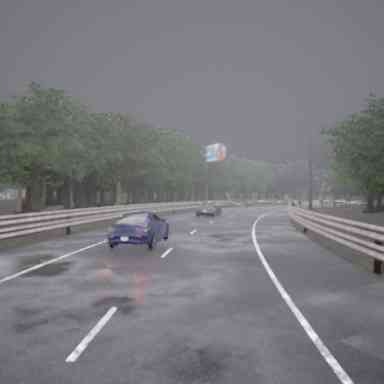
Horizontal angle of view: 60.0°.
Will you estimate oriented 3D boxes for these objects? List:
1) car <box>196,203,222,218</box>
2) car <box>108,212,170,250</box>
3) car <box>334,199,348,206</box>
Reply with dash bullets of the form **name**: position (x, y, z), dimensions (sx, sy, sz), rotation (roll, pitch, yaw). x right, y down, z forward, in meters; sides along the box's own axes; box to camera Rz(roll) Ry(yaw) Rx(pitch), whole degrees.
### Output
- **car**: position (1.795, 1.813, 33.737), dimensions (1.994, 1.385, 4.181), rotation (0, -1, 16)
- **car**: position (-2.234, 1.600, 14.748), dimensions (1.812, 1.442, 4.674), rotation (0, 0, 7)
- **car**: position (38.141, 2.560, 85.108), dimensions (4.553, 1.767, 2.097), rotation (2, -2, -44)
